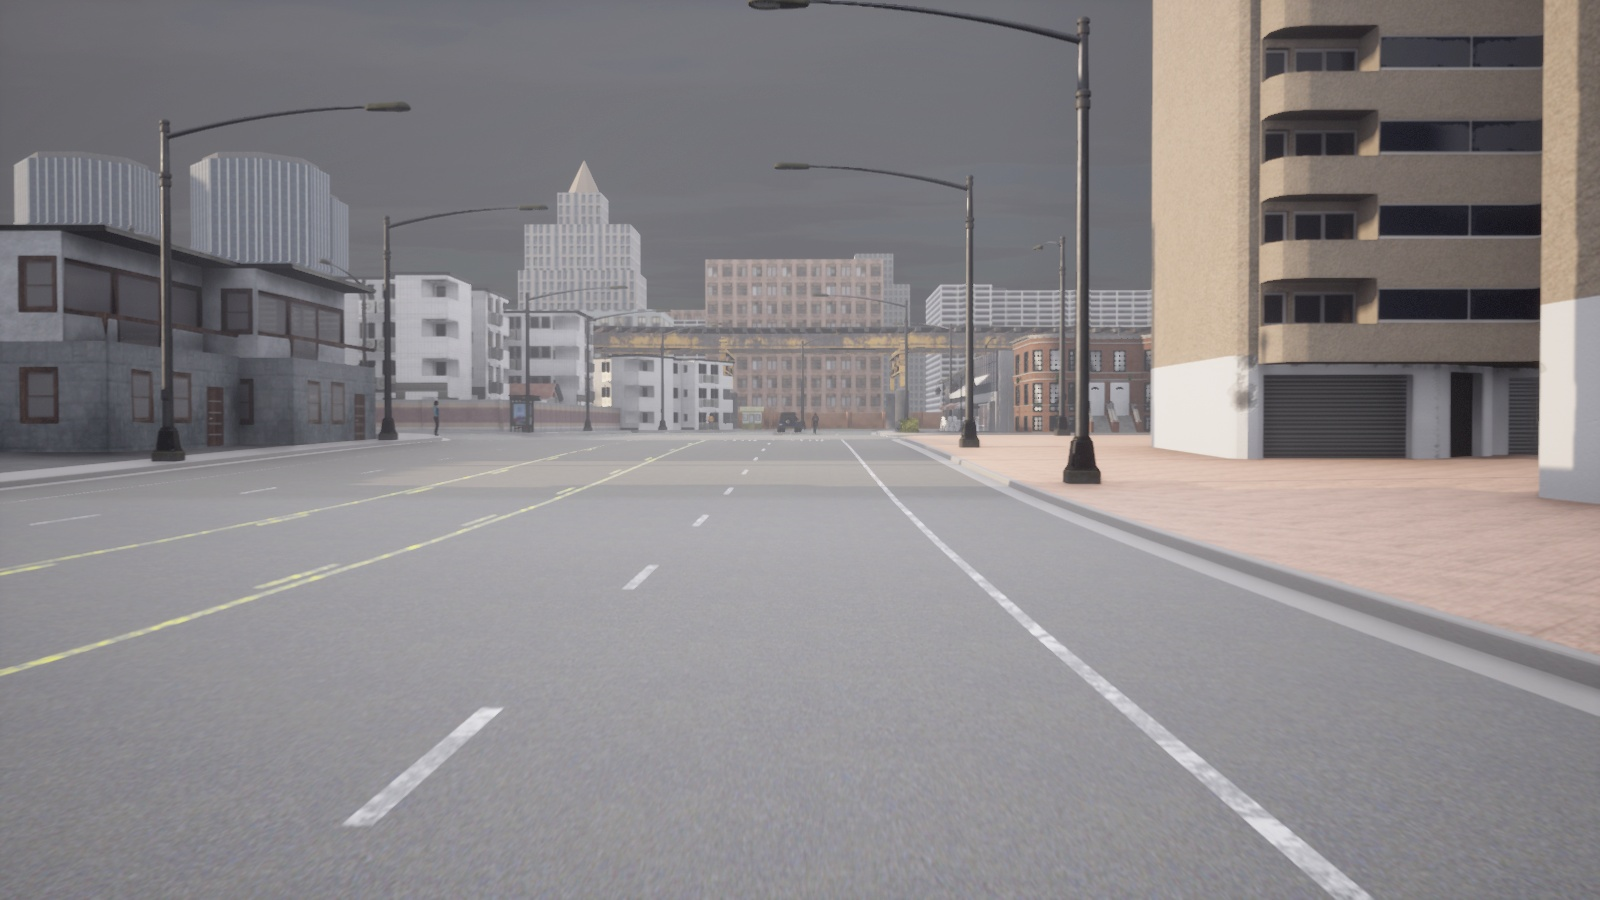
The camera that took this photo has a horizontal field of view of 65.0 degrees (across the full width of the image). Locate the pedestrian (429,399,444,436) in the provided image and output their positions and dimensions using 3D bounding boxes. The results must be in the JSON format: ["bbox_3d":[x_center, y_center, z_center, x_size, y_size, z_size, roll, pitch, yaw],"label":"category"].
[{"bbox_3d":[-19.001,-1.710,65.593,0.692,1.930,0.396,0,1,-4],"label":"pedestrian"}]
